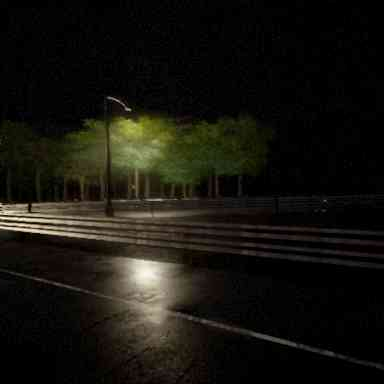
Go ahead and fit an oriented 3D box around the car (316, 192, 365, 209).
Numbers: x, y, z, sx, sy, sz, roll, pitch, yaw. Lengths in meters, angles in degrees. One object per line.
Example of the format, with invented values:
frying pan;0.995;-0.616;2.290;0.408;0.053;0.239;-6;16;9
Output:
car;14.822;0.816;33.409;4.553;1.767;2.097;-2;-1;-6
